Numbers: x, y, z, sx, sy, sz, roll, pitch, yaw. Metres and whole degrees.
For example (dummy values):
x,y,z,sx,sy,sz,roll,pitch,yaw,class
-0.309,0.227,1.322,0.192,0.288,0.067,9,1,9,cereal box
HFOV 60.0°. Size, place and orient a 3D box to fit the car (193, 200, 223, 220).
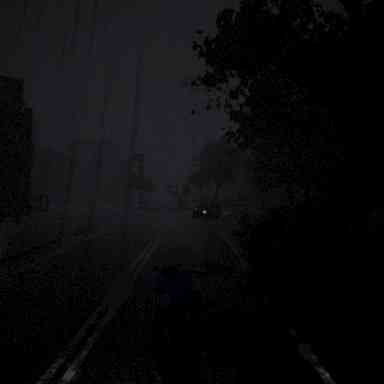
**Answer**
x,y,z,sx,sy,sz,roll,pitch,yaw,class
1.324,1.360,26.925,1.994,1.385,4.181,0,3,11,car
